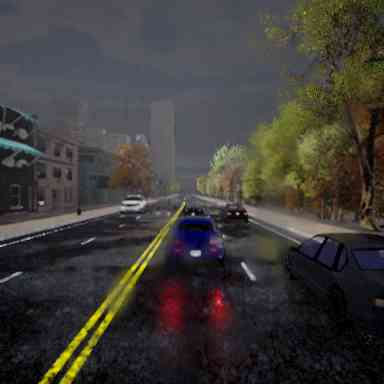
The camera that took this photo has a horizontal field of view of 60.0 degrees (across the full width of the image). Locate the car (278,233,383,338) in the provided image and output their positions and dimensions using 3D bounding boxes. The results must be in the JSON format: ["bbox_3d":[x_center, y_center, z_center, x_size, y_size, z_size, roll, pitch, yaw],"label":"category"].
[{"bbox_3d":[3.350,1.576,6.997,2.033,1.411,5.357,0,0,0],"label":"car"}]

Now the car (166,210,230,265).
[{"bbox_3d":[0.114,1.573,11.713,1.812,1.442,4.674,0,0,0],"label":"car"}]

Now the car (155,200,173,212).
[{"bbox_3d":[-3.336,1.710,40.853,2.033,1.411,5.357,0,0,0],"label":"car"}]

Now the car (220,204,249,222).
[{"bbox_3d":[3.353,1.655,27.010,2.033,1.411,5.357,0,0,0],"label":"car"}]

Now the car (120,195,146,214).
[{"bbox_3d":[-6.591,1.373,37.818,2.150,2.045,5.566,0,0,0],"label":"car"}]

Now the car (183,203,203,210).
[{"bbox_3d":[0.102,1.731,32.582,1.895,1.301,4.718,0,0,0],"label":"car"}]
